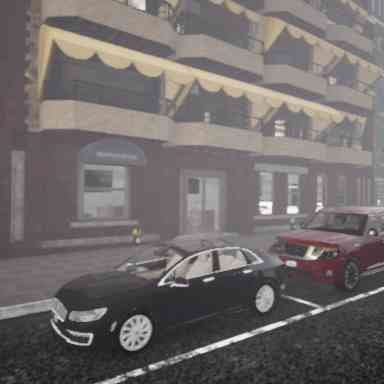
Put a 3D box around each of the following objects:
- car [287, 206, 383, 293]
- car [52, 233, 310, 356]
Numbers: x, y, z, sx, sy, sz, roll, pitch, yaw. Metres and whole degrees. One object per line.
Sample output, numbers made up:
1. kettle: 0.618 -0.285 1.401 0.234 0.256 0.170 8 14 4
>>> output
1. car: 4.375 1.359 9.205 5.009 1.841 2.192 0 1 -35
2. car: -0.145 1.567 5.984 4.403 1.369 2.008 0 1 -35
